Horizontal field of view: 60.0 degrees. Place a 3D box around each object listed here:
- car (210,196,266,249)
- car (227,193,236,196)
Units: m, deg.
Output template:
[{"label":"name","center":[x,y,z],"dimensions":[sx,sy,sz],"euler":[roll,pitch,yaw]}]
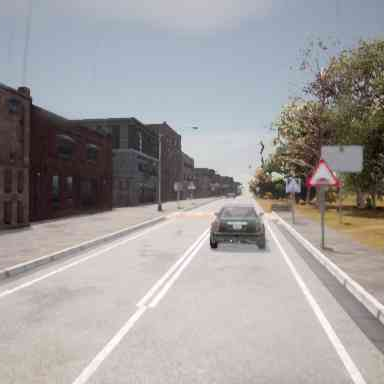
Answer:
[{"label":"car","center":[1.987,1.256,14.203],"dimensions":[2.097,1.767,4.553],"euler":[0,1,9]},{"label":"car","center":[9.088,0.875,76.999],"dimensions":[1.994,1.385,4.181],"euler":[0,0,10]}]
